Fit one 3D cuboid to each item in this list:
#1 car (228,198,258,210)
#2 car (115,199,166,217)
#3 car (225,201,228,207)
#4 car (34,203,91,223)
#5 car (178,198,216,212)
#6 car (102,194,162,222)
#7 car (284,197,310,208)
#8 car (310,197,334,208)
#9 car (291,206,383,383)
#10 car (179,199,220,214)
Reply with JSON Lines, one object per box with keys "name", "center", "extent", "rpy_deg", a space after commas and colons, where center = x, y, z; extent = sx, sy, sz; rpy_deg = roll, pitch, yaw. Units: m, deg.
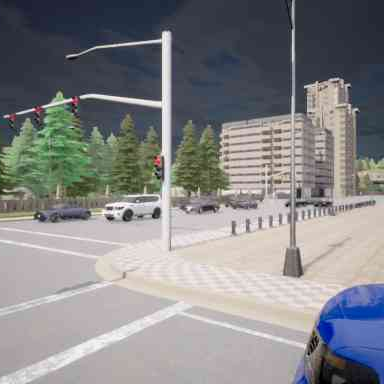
{"name": "car", "center": [6.945, 1.564, 43.382], "extent": [1.994, 1.385, 4.181], "rpy_deg": [0, 0, 36]}
{"name": "car", "center": [-4.974, 1.491, 32.725], "extent": [2.128, 1.511, 4.902], "rpy_deg": [0, 0, 35]}
{"name": "car", "center": [6.526, 1.564, 48.791], "extent": [1.994, 1.385, 4.181], "rpy_deg": [0, 0, 36]}
{"name": "car", "center": [-9.937, 1.564, 25.765], "extent": [1.994, 1.385, 4.181], "rpy_deg": [0, 0, 35]}
{"name": "car", "center": [0.702, 1.547, 40.682], "extent": [2.033, 1.411, 5.357], "rpy_deg": [0, 0, 36]}
{"name": "car", "center": [-4.644, 1.221, 27.159], "extent": [2.150, 2.045, 5.566], "rpy_deg": [0, 0, 35]}
{"name": "car", "center": [15.183, 1.601, 48.602], "extent": [1.895, 1.301, 4.718], "rpy_deg": [0, 0, 35]}
{"name": "car", "center": [19.139, 1.601, 48.120], "extent": [1.895, 1.301, 4.718], "rpy_deg": [0, 0, 35]}
{"name": "car", "center": [3.361, 1.221, 1.569], "extent": [5.566, 2.045, 2.150], "rpy_deg": [0, 0, 36]}
{"name": "car", "center": [1.120, 1.491, 35.239], "extent": [2.128, 1.511, 4.902], "rpy_deg": [0, 0, 36]}
